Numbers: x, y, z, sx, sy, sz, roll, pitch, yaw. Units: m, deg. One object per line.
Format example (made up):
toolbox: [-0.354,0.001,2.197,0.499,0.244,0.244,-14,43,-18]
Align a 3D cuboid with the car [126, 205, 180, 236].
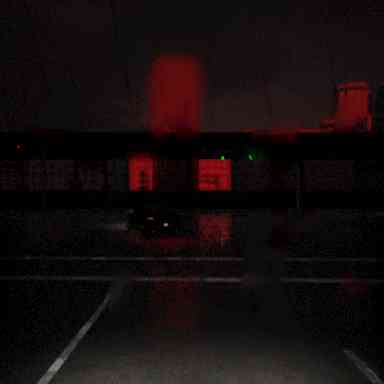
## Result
car: [-2.259,1.434,18.268,1.882,1.535,5.008,1,0,-24]
